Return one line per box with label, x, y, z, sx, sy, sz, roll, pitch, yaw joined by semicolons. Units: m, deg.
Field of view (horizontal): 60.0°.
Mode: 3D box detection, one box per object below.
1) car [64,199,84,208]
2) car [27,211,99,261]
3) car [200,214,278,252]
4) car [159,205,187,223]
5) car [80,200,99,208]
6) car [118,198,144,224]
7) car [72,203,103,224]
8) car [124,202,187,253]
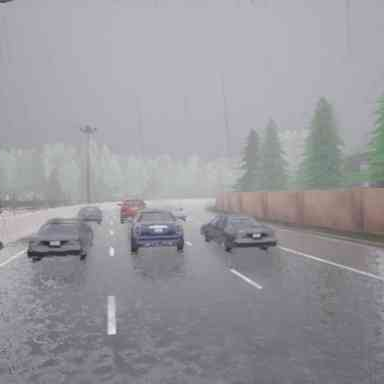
car;-23.629;2.227;66.792;2.097;1.767;4.553;0;-1;7
car;-4.970;1.721;13.107;2.033;1.411;5.357;0;-1;-13
car;1.828;1.694;14.770;2.033;1.411;5.357;0;-1;-13
car;-1.822;1.936;30.061;1.895;1.301;4.718;0;-1;-12
car;-20.222;2.392;65.865;1.994;1.385;4.181;0;-1;7
car;-5.098;1.565;28.570;2.150;2.045;5.566;0;0;-13
car;-8.487;1.901;27.689;2.033;1.411;5.357;0;-1;-13
car;-1.774;1.522;14.823;2.097;1.767;4.553;0;-1;-13
